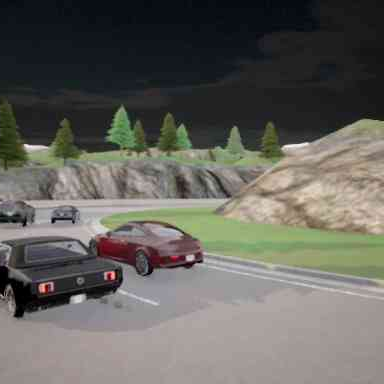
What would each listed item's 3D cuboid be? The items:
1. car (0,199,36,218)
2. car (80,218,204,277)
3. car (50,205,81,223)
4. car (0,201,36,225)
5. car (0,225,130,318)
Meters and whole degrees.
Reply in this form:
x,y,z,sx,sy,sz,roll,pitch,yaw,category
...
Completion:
x,y,z,sx,sy,sz,roll,pitch,yaw,category
-18.175,1.688,34.498,2.097,1.767,4.553,0,-1,-4,car
-1.621,1.641,10.743,1.812,1.442,4.674,0,-1,-43,car
-10.581,1.830,28.088,2.033,1.411,5.357,0,-1,-12,car
-13.277,1.598,25.206,2.097,1.767,4.553,0,-1,-16,car
-3.612,1.679,7.683,1.895,1.301,4.718,1,-1,-44,car
